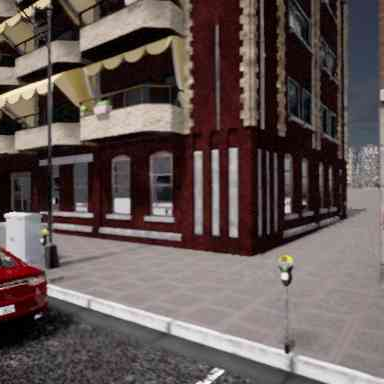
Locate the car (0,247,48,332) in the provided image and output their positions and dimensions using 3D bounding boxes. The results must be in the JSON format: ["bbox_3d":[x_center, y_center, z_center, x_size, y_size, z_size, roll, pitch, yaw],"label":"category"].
[{"bbox_3d":[-4.461,1.563,6.060,4.507,1.381,1.887,0,0,36],"label":"car"}]
